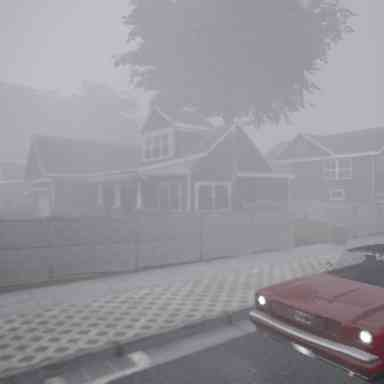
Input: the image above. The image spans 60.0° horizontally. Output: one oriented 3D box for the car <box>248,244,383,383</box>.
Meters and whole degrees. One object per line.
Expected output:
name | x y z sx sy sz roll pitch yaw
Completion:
car | 3.137 1.598 5.309 4.718 1.301 1.895 0 0 -36
